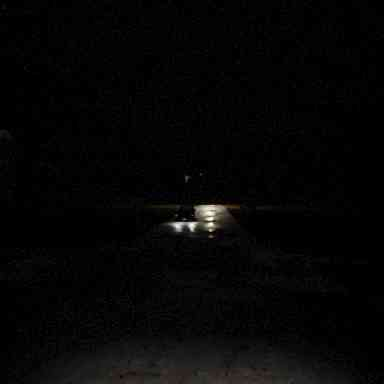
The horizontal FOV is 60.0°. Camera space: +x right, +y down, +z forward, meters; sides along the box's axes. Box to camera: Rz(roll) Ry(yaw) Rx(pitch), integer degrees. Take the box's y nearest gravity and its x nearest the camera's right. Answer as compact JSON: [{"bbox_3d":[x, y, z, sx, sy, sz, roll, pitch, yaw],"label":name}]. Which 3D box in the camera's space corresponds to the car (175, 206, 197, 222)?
[{"bbox_3d":[-0.484,1.999,31.460,2.033,1.411,5.357,-1,-1,4],"label":"car"}]
